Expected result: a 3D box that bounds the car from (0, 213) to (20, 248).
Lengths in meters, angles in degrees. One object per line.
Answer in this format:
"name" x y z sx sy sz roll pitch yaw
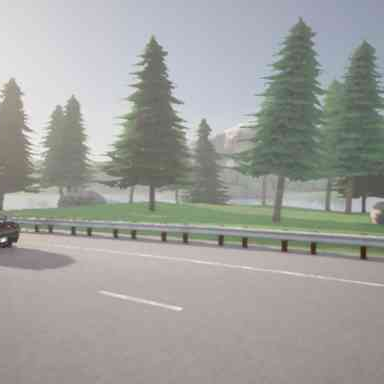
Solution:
"car" -8.646 1.381 12.433 4.892 1.490 1.837 0 1 25
